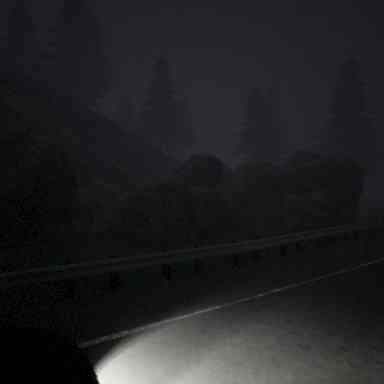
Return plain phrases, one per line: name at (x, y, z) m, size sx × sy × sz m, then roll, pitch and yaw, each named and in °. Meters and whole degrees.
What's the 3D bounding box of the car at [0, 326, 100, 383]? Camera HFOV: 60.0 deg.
car at (-2.622, 1.574, 1.947) m, size 4.181 × 1.385 × 1.994 m, roll -1°, pitch 0°, yaw -35°
